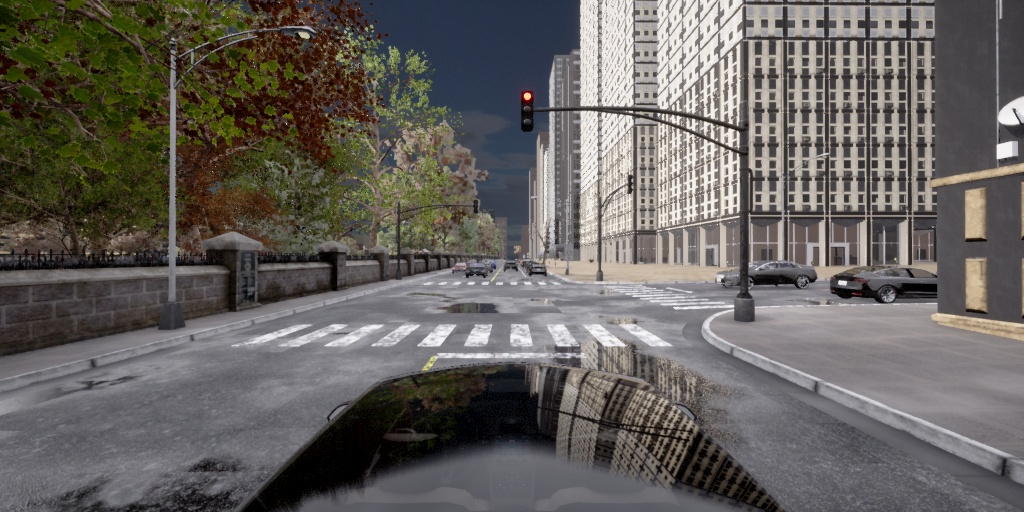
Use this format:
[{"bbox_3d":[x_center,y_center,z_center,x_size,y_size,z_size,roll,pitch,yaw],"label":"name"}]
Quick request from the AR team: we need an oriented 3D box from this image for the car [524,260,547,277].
[{"bbox_3d":[2.512,1.330,36.147,1.948,1.339,4.313,0,0,0],"label":"car"}]

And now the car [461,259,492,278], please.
[{"bbox_3d":[-3.266,1.311,34.174,2.033,1.411,5.357,0,0,0],"label":"car"}]

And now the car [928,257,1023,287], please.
[{"bbox_3d":[26.510,0.829,19.548,5.357,1.411,2.033,-1,0,-1],"label":"car"}]

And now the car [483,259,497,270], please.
[{"bbox_3d":[-3.362,1.259,54.558,1.882,1.535,5.008,0,0,0],"label":"car"}]

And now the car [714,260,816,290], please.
[{"bbox_3d":[13.651,0.993,19.422,4.902,1.511,2.128,-1,0,0],"label":"car"}]

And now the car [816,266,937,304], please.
[{"bbox_3d":[14.627,1.026,13.628,4.313,1.339,1.948,0,0,-1],"label":"car"}]

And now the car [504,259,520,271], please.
[{"bbox_3d":[-0.149,1.281,49.698,1.837,1.490,4.892,0,0,0],"label":"car"}]

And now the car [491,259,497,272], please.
[{"bbox_3d":[-3.317,1.262,44.192,2.128,1.511,4.902,0,0,0],"label":"car"}]

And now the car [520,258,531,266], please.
[{"bbox_3d":[2.453,1.339,47.412,1.948,1.339,4.313,0,0,0],"label":"car"}]

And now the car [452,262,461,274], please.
[{"bbox_3d":[-5.898,1.351,41.735,1.802,1.307,4.207,0,0,0],"label":"car"}]

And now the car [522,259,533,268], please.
[{"bbox_3d":[2.482,1.335,41.779,1.948,1.339,4.313,0,0,0],"label":"car"}]
